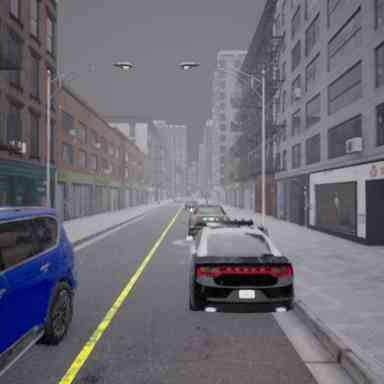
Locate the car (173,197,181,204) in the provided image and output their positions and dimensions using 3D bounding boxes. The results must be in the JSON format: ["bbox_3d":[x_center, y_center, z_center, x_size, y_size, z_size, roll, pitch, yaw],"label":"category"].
[{"bbox_3d":[-3.168,1.945,75.480,1.812,1.442,4.674,0,0,0],"label":"car"}]

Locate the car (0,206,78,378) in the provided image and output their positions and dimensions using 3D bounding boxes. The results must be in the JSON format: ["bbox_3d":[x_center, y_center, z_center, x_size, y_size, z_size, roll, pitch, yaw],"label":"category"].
[{"bbox_3d":[-3.005,1.236,3.475,2.150,2.045,5.566,0,0,0],"label":"car"}]

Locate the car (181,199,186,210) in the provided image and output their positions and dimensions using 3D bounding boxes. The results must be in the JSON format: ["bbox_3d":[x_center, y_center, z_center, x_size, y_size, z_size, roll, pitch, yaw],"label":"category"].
[{"bbox_3d":[-0.065,1.728,46.759,2.128,1.511,4.902,0,0,0],"label":"car"}]

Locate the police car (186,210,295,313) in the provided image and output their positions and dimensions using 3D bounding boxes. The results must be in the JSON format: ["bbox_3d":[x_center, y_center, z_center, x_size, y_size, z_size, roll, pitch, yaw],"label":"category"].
[{"bbox_3d":[0.885,1.459,7.966,1.930,1.638,5.238,0,0,0],"label":"police car"}]

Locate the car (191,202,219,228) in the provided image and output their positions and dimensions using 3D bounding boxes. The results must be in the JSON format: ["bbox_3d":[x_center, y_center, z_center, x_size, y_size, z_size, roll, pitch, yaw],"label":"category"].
[{"bbox_3d":[0.849,1.564,24.047,1.801,1.575,5.366,0,0,0],"label":"car"}]

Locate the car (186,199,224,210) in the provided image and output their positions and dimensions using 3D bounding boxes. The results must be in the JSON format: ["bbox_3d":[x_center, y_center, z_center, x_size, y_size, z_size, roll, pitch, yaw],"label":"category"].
[{"bbox_3d":[0.862,1.428,17.827,2.097,1.767,4.553,0,0,0],"label":"car"}]
